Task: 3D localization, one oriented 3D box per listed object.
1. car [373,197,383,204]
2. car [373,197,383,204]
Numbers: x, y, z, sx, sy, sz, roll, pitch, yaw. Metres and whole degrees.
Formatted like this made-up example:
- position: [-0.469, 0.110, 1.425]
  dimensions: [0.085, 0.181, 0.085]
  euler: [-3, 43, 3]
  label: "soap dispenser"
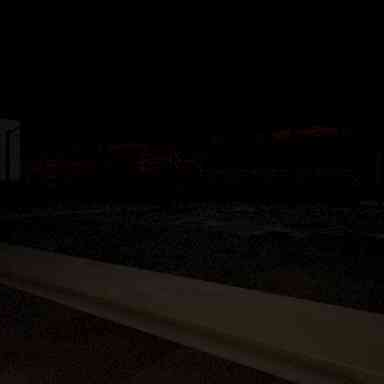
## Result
- position: [37.541, 1.734, 65.317]
  dimensions: [2.038, 1.542, 4.974]
  euler: [1, 1, 6]
  label: "car"
- position: [37.548, 1.576, 65.367]
  dimensions: [1.853, 1.218, 4.536]
  euler: [1, 1, 6]
  label: "car"
